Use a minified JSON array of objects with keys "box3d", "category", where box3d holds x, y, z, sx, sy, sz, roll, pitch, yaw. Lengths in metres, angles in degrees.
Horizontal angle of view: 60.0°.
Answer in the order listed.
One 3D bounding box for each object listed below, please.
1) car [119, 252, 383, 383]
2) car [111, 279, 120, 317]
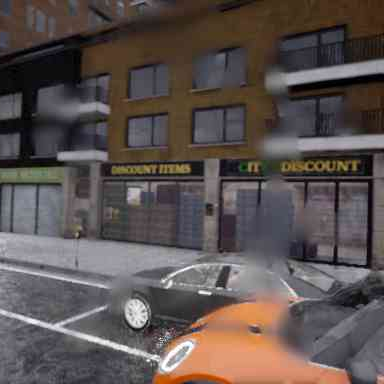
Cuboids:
[{"box3d":[1.889,1.477,2.731,4.553,1.767,2.097,0,-2,28],"category":"car"},{"box3d":[0.599,1.728,5.733,4.403,1.369,2.008,0,-1,29],"category":"car"}]
